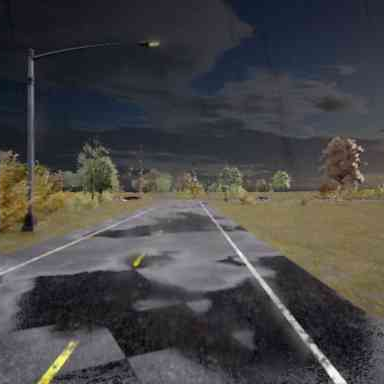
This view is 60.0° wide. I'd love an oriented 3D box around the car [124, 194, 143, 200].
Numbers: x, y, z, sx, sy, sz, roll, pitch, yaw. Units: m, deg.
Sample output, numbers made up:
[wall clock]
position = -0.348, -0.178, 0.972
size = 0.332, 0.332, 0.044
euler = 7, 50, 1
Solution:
[car]
position = -15.558, 1.422, 88.719
size = 5.008, 1.535, 1.882
euler = 0, 0, -2
